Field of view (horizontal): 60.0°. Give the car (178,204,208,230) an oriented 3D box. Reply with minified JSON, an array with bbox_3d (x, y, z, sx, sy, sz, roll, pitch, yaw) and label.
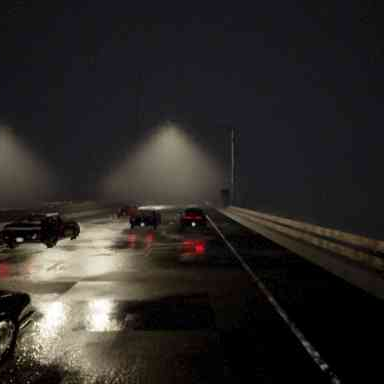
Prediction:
[{"bbox_3d":[0.104,1.868,24.005,1.837,1.490,4.892,0,-1,0],"label":"car"}]

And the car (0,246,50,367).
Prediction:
[{"bbox_3d":[-3.399,1.592,2.792,2.033,1.411,5.357,0,-1,0],"label":"car"}]

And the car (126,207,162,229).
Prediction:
[{"bbox_3d":[-3.397,1.980,25.077,1.895,1.301,4.718,0,-1,0],"label":"car"}]

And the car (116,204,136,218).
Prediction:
[{"bbox_3d":[-6.896,2.074,36.326,1.812,1.442,4.674,0,-1,0],"label":"car"}]

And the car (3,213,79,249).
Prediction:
[{"bbox_3d":[-6.899,1.731,15.760,2.128,1.511,4.902,0,-1,0],"label":"car"}]

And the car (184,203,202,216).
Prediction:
[{"bbox_3d":[0.104,2.172,41.448,2.033,1.411,5.357,0,-1,0],"label":"car"}]
